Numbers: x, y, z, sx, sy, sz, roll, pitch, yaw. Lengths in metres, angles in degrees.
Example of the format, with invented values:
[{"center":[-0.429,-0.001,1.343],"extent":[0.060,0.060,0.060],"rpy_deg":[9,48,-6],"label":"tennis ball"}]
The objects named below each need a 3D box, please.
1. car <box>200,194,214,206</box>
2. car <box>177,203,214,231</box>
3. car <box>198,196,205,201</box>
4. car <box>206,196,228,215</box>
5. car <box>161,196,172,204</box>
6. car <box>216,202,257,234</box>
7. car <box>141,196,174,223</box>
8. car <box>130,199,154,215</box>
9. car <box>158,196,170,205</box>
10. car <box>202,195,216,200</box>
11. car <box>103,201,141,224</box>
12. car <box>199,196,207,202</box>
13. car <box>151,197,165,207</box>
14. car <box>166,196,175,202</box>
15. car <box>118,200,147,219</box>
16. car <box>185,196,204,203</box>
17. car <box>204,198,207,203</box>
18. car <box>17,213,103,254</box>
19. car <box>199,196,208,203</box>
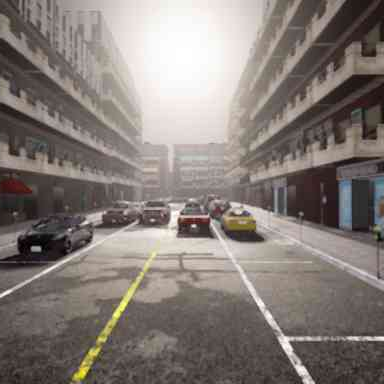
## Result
[{"center":[2.609,1.360,58.039],"extent":[2.192,1.841,5.009],"rpy_deg":[1,0,0],"label":"car"},{"center":[0.113,1.600,20.699],"extent":[1.895,1.301,4.718],"rpy_deg":[0,0,0],"label":"car"},{"center":[2.624,1.704,91.420],"extent":[1.947,1.339,4.313],"rpy_deg":[1,0,0],"label":"car"},{"center":[2.593,1.446,30.219],"extent":[1.967,1.590,4.097],"rpy_deg":[1,0,0],"label":"car"},{"center":[-5.248,1.595,68.973],"extent":[1.752,1.417,4.829],"rpy_deg":[1,0,0],"label":"car"},{"center":[2.586,1.524,19.262],"extent":[1.752,1.417,4.829],"rpy_deg":[1,0,0],"label":"car"},{"center":[-2.736,1.395,25.426],"extent":[2.097,1.767,4.553],"rpy_deg":[0,0,0],"label":"car"},{"center":[-5.285,1.536,35.588],"extent":[1.752,1.417,4.829],"rpy_deg":[1,0,0],"label":"car"},{"center":[-5.260,1.582,63.409],"extent":[1.752,1.417,4.829],"rpy_deg":[1,0,0],"label":"car"},{"center":[2.600,1.333,41.348],"extent":[2.192,1.841,5.009],"rpy_deg":[1,0,0],"label":"car"},{"center":[-5.290,1.441,24.631],"extent":[1.967,1.590,4.097],"rpy_deg":[1,0,0],"label":"car"},{"center":[2.618,1.646,80.293],"extent":[1.887,1.381,4.507],"rpy_deg":[1,0,0],"label":"car"},{"center":[-5.282,1.559,52.281],"extent":[1.752,1.417,4.829],"rpy_deg":[1,0,0],"label":"car"},{"center":[-5.229,1.667,80.272],"extent":[1.947,1.339,4.313],"rpy_deg":[1,0,0],"label":"car"},{"center":[-5.288,1.531,30.024],"extent":[1.752,1.417,4.829],"rpy_deg":[1,0,0],"label":"car"},{"center":[0.124,1.582,41.204],"extent":[1.994,1.385,4.181],"rpy_deg":[0,0,0],"label":"car"},{"center":[2.594,1.593,35.783],"extent":[1.802,1.307,4.206],"rpy_deg":[1,0,0],"label":"car"},{"center":[-5.297,1.563,13.502],"extent":[1.947,1.339,4.313],"rpy_deg":[1,0,0],"label":"car"},{"center":[2.615,1.651,74.728],"extent":[1.947,1.339,4.313],"rpy_deg":[1,0,0],"label":"car"}]
